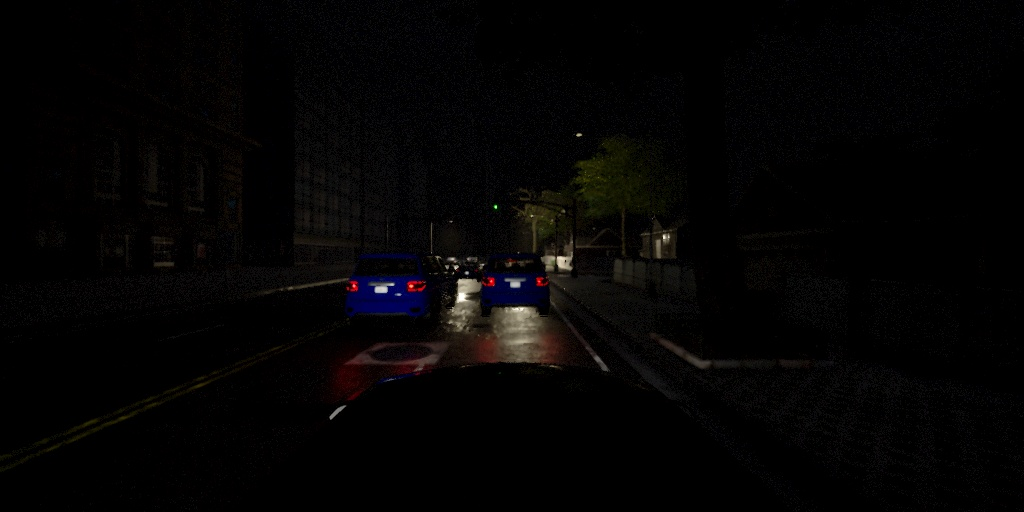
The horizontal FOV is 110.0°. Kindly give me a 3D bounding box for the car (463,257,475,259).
[{"bbox_3d":[-6.535,0.889,58.945,2.128,1.511,4.902,0,0,1],"label":"car"}]

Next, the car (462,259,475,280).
[{"bbox_3d":[-3.143,1.143,26.939,1.994,1.385,4.181,0,0,0],"label":"car"}]

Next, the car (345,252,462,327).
[{"bbox_3d":[-3.148,0.902,11.321,2.150,2.045,5.566,0,0,0],"label":"car"}]

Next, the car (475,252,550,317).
[{"bbox_3d":[0.099,0.892,12.971,2.150,2.045,5.566,0,0,0],"label":"car"}]
